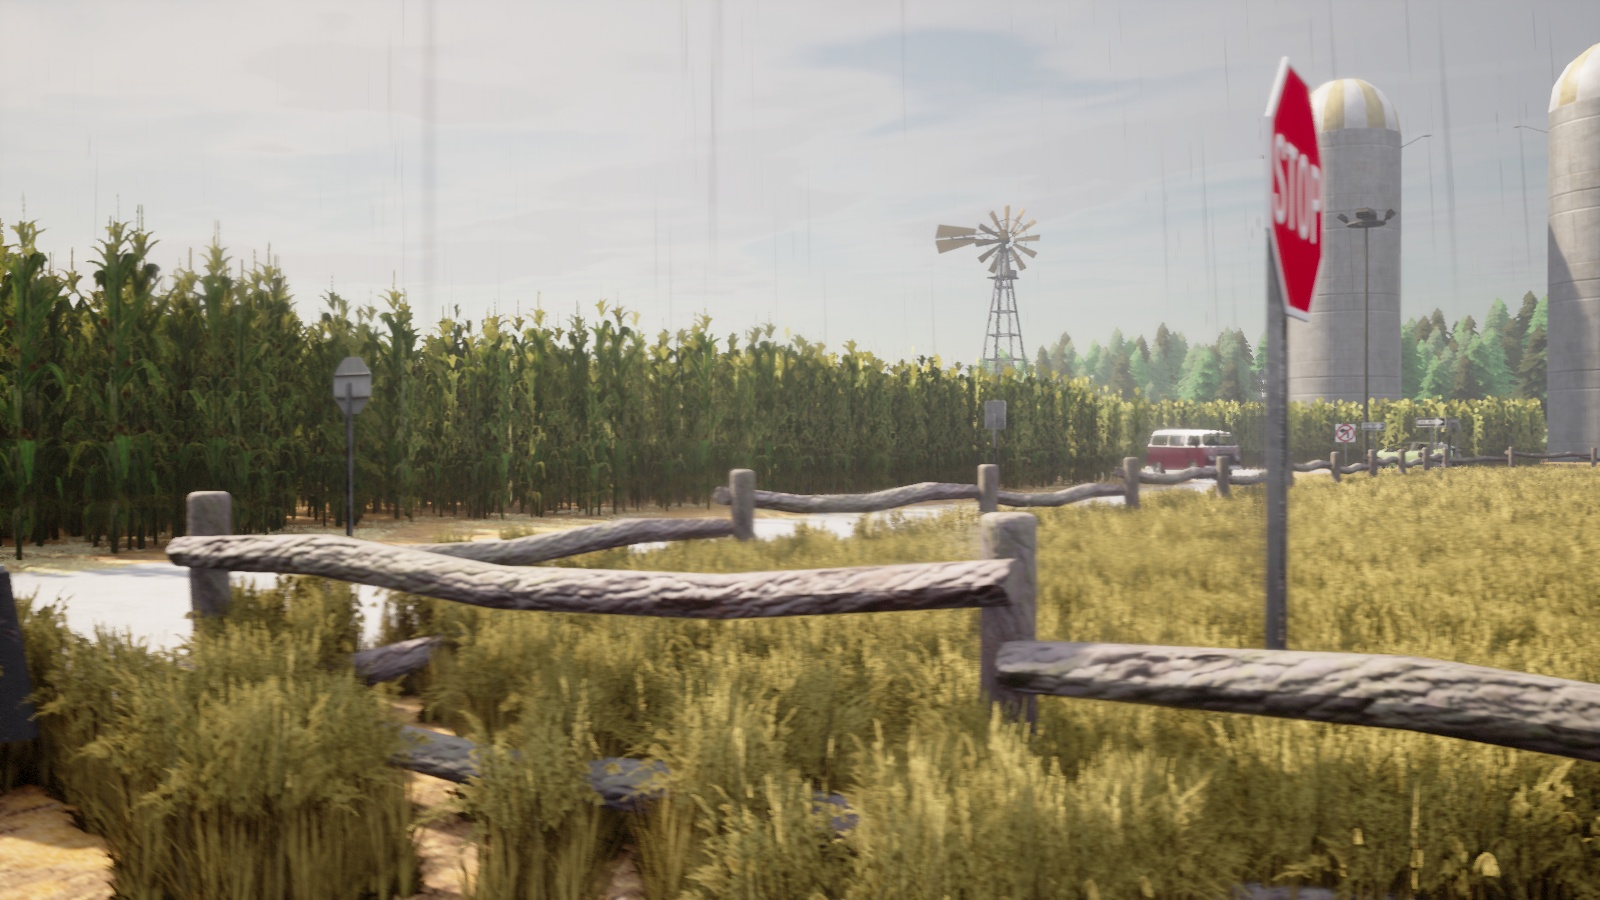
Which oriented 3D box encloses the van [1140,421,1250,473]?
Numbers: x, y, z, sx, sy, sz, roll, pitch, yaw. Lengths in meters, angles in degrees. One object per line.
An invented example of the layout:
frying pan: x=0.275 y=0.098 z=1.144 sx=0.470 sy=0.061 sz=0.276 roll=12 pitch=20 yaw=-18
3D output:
van: x=16.177 y=-0.130 z=51.644 sx=2.069 sy=2.038 sz=4.480 roll=-1 pitch=0 yaw=-18

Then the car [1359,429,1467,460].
car: x=31.289 y=-0.278 z=64.193 sx=2.007 sy=1.525 sz=4.514 roll=-1 pitch=0 yaw=-44
